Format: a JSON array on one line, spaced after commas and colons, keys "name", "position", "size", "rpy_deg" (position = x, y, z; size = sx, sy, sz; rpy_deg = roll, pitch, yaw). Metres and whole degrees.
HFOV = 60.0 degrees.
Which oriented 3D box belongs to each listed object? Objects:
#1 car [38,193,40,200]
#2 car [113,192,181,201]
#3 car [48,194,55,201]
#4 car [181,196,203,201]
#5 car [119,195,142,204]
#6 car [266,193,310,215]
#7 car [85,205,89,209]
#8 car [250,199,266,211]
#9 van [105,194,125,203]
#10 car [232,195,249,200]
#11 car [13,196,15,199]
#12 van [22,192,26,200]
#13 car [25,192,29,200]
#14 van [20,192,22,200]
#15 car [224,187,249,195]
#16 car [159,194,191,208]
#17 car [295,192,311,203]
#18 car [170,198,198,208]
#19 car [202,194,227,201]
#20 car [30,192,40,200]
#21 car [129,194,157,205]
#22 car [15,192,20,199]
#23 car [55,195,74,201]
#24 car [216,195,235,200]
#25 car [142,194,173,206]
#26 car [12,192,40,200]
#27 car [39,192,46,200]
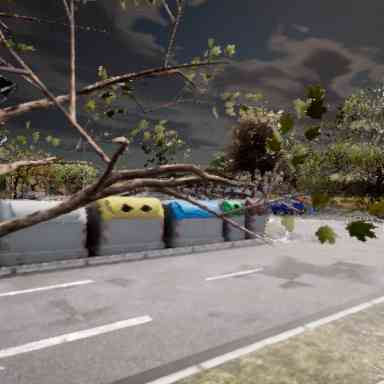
[{"name": "car", "position": [-22.411, 1.272, 55.546], "size": [2.163, 1.488, 4.792], "rpy_deg": [0, -1, 35]}, {"name": "car", "position": [-3.863, 0.970, 28.761], "size": [2.435, 2.045, 5.566], "rpy_deg": [1, -1, 35]}, {"name": "car", "position": [-17.457, 1.230, 48.073], "size": [1.946, 1.575, 5.366], "rpy_deg": [1, -1, 35]}, {"name": "car", "position": [0.530, 1.569, 52.137], "size": [2.435, 2.045, 5.566], "rpy_deg": [1, -2, 35]}, {"name": "car", "position": [-13.271, 1.710, 71.995], "size": [2.185, 1.767, 4.553], "rpy_deg": [1, -2, 35]}, {"name": "car", "position": [10.894, 1.560, 37.294], "size": [2.435, 2.045, 5.566], "rpy_deg": [1, -2, 35]}, {"name": "car", "position": [-8.939, 1.101, 36.053], "size": [2.185, 1.767, 4.553], "rpy_deg": [0, -1, 35]}, {"name": "car", "position": [9.159, 1.813, 39.746], "size": [2.231, 1.521, 4.892], "rpy_deg": [1, -2, 35]}, {"name": "van", "position": [-18.354, 1.621, 79.565], "size": [1.878, 1.987, 4.442], "rpy_deg": [1, -2, 35]}, {"name": "car", "position": [7.414, 1.687, 42.205], "size": [2.185, 1.767, 4.553], "rpy_deg": [1, -2, 35]}, {"name": "car", "position": [-37.593, 1.004, 77.424], "size": [2.435, 2.045, 5.566], "rpy_deg": [0, -1, 35]}, {"name": "van", "position": [-32.607, 1.024, 70.007], "size": [1.878, 1.987, 4.442], "rpy_deg": [1, -1, 35]}, {"name": "car", "position": [-29.174, 1.250, 65.247], "size": [2.231, 1.521, 4.892], "rpy_deg": [1, -1, 35]}, {"name": "van", "position": [-34.294, 1.025, 72.438], "size": [1.878, 1.987, 4.442], "rpy_deg": [1, -1, 35]}, {"name": "car", "position": [7.212, -0.115, 54.763], "size": [2.097, 1.767, 4.553], "rpy_deg": [2, 3, -34]}, {"name": "car", "position": [-2.885, 1.576, 57.151], "size": [2.435, 2.045, 5.566], "rpy_deg": [1, -2, 35]}, {"name": "car", "position": [14.351, 0.760, 44.339], "size": [2.097, 1.767, 4.553], "rpy_deg": [2, 2, -34]}, {"name": "car", "position": [-1.208, 1.852, 54.611], "size": [2.163, 1.488, 4.792], "rpy_deg": [1, -2, 35]}, {"name": "car", "position": [4.000, 1.694, 47.218], "size": [2.185, 1.767, 4.553], "rpy_deg": [1, -2, 35]}, {"name": "car", "position": [-27.500, 1.122, 62.788], "size": [2.185, 1.767, 4.553], "rpy_deg": [0, -1, 35]}, {"name": "car", "position": [-9.783, 1.583, 67.081], "size": [2.435, 2.045, 5.566], "rpy_deg": [1, -2, 35]}, {"name": "car", "position": [-35.907, 1.003, 74.992], "size": [2.435, 2.045, 5.566], "rpy_deg": [0, -1, 35]}, {"name": "car", "position": [-15.663, 1.235, 45.793], "size": [2.097, 1.535, 5.008], "rpy_deg": [0, -1, 35]}, {"name": "car", "position": [5.731, 1.692, 44.735], "size": [2.185, 1.767, 4.553], "rpy_deg": [1, -2, 35]}, {"name": "car", "position": [-6.374, 1.577, 62.068], "size": [2.435, 2.045, 5.566], "rpy_deg": [1, -2, 35]}, {"name": "car", "position": [-40.986, 1.005, 82.231], "size": [2.435, 2.045, 5.566], "rpy_deg": [1, -1, 35]}, {"name": "car", "position": [-20.832, 1.234, 52.934], "size": [1.946, 1.575, 5.366], "rpy_deg": [1, -1, 35]}]
